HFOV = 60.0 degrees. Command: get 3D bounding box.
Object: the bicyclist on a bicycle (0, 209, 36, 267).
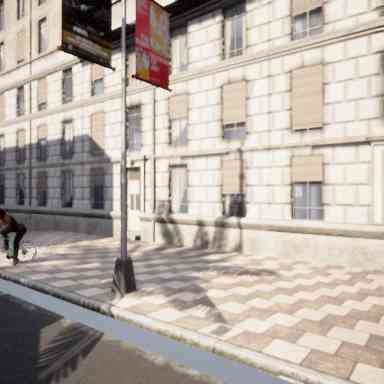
[{"bbox_3d":[-5.157,1.303,9.282,0.582,1.620,1.656,0,1,37],"label":"bicyclist on a bicycle"}]
